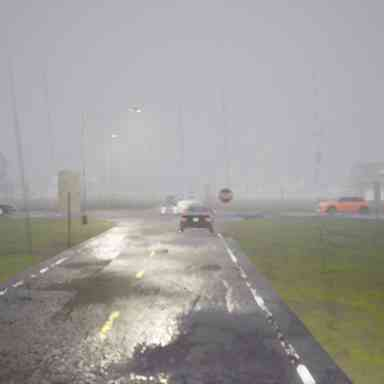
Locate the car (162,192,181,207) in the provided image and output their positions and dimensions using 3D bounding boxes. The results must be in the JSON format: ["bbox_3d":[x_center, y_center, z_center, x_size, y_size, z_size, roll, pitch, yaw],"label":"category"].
[{"bbox_3d":[-2.855,1.204,44.429,1.837,1.490,4.892,0,1,0],"label":"car"}]

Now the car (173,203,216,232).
[{"bbox_3d":[0.387,1.420,19.268,2.033,1.411,5.357,0,0,5],"label":"car"}]

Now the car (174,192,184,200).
[{"bbox_3d":[-2.806,0.857,72.636,2.097,1.767,4.553,0,0,0],"label":"car"}]

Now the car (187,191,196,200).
[{"bbox_3d":[-0.060,1.008,76.039,2.033,1.411,5.357,0,0,0],"label":"car"}]

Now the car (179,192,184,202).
[{"bbox_3d":[-2.805,1.070,62.046,2.128,1.511,4.902,0,0,0],"label":"car"}]

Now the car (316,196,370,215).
[{"bbox_3d":[14.205,1.192,31.463,4.553,1.767,2.097,0,1,0],"label":"car"}]

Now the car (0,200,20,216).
[{"bbox_3d":[-17.533,1.264,28.730,4.892,1.490,1.837,0,1,0],"label":"car"}]
